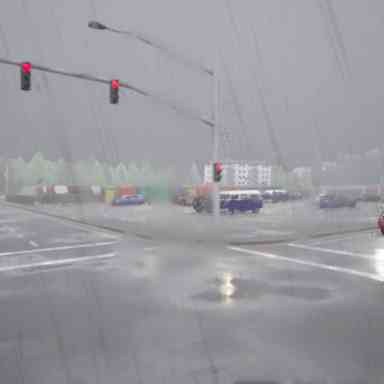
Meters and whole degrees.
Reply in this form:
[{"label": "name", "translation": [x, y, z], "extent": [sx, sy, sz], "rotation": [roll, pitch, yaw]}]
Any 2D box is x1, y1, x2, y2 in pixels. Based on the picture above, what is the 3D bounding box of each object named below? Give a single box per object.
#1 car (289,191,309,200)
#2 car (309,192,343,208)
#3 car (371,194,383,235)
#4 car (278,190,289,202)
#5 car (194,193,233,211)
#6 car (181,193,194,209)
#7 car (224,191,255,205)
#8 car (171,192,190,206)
[{"label": "car", "translation": [22.767, 0.669, 69.318], "extent": [3.866, 1.878, 1.905], "rotation": [-1, 0, -35]}, {"label": "car", "translation": [18.317, 1.063, 45.440], "extent": [3.806, 1.475, 1.970], "rotation": [-1, 0, -35]}, {"label": "car", "translation": [11.471, 1.088, 16.472], "extent": [5.566, 2.045, 2.150], "rotation": [-1, 0, -35]}, {"label": "car", "translation": [21.105, 0.907, 71.688], "extent": [3.806, 1.475, 1.970], "rotation": [-1, 0, -35]}, {"label": "car", "translation": [2.658, 1.192, 41.423], "extent": [3.806, 1.475, 1.970], "rotation": [-1, 0, -35]}, {"label": "car", "translation": [0.986, 1.160, 43.787], "extent": [3.905, 1.438, 1.784], "rotation": [-1, 0, -35]}, {"label": "car", "translation": [8.479, 0.817, 59.179], "extent": [4.605, 1.855, 1.932], "rotation": [-1, 0, -35]}, {"label": "car", "translation": [-0.607, 0.949, 45.947], "extent": [4.605, 1.855, 1.932], "rotation": [-1, 0, -35]}]
